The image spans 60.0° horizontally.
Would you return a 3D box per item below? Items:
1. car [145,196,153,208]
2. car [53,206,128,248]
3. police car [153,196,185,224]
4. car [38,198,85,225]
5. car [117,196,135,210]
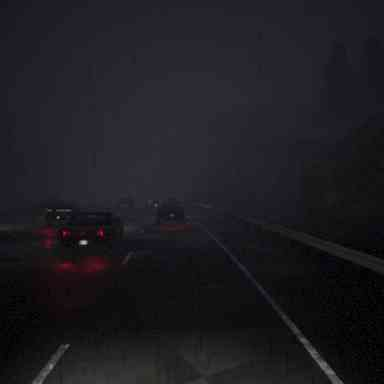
[{"bbox_3d":[-4.829,1.265,41.853,1.812,1.442,4.674,0,0,-13],"label":"car"},{"bbox_3d":[-4.098,1.514,14.243,1.895,1.301,4.718,0,0,-5],"label":"car"},{"bbox_3d":[-1.622,1.274,23.878,1.930,1.638,5.238,0,1,-7],"label":"police car"},{"bbox_3d":[-8.554,1.355,22.930,2.128,1.511,4.902,0,0,-7],"label":"car"},{"bbox_3d":[-7.722,1.253,38.788,2.128,1.511,4.902,0,0,-12],"label":"car"}]
